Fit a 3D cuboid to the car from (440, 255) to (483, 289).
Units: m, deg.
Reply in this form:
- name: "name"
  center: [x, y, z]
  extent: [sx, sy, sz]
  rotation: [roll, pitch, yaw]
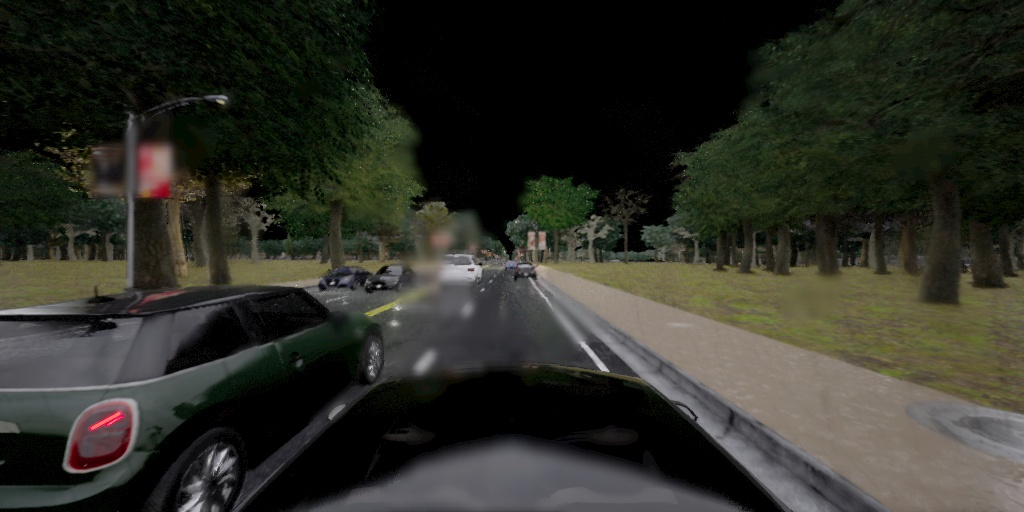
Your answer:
- name: "car"
  center: [-3.178, 0.966, 23.248]
  extent: [2.150, 2.045, 5.566]
  rotation: [0, 0, 0]

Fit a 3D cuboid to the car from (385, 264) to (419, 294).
- name: "car"
  center: [-6.620, 1.251, 20.233]
  extent: [1.837, 1.490, 4.892]
  rotation: [0, 0, 0]

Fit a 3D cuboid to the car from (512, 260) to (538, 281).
- name: "car"
  center: [1.095, 1.265, 30.139]
  extent: [1.812, 1.442, 4.674]
  rotation: [0, 0, 0]

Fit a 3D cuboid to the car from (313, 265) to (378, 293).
- name: "car"
  center: [-9.872, 1.309, 21.703]
  extent: [1.994, 1.385, 4.181]
  rotation: [0, 0, 0]

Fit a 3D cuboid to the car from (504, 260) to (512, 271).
- name: "car"
  center: [-0.069, 1.277, 49.400]
  extent: [2.033, 1.411, 5.357]
  rotation: [0, 0, 0]

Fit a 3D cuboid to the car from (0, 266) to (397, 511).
- name: "car"
  center: [-3.152, 1.102, 4.139]
  extent: [2.097, 1.767, 4.553]
  rotation: [0, 0, 0]
